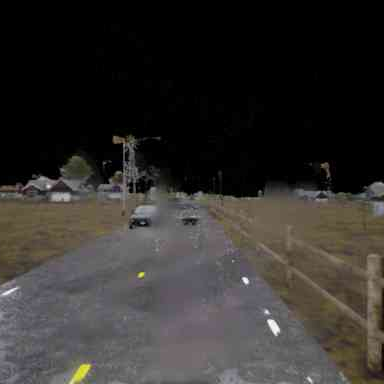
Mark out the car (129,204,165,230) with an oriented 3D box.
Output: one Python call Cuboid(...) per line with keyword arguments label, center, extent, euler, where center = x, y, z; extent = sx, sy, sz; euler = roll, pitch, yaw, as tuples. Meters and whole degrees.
Cuboid(label="car", center=(-2.855, 1.543, 21.826), extent=(1.882, 1.535, 5.008), euler=(0, 0, 0))
